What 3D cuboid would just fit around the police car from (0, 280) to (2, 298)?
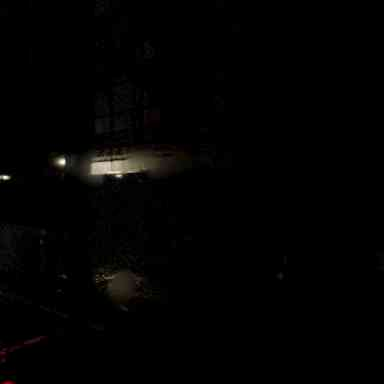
[{"bbox_3d":[-5.807,1.499,6.636,5.238,1.638,1.930,-1,0,36],"label":"police car"}]
